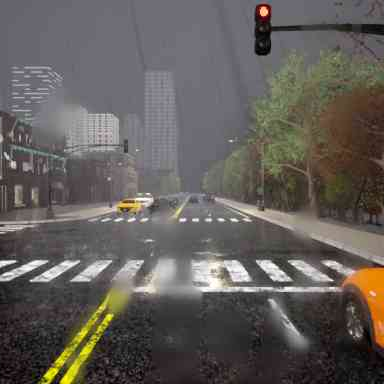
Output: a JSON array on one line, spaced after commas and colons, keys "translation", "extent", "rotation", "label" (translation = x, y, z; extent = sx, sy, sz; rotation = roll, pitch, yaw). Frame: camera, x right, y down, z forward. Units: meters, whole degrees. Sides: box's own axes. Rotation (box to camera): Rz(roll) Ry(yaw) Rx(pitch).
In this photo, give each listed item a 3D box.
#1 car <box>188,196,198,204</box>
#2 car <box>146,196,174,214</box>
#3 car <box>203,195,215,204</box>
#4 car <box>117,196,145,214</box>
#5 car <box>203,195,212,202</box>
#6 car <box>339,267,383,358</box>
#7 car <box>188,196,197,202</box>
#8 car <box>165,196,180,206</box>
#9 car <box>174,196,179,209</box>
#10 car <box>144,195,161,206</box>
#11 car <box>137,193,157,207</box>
[{"translation": [0.251, 1.523, 64.439], "extent": [2.033, 1.411, 5.357], "rotation": [0, 0, 1], "label": "car"}, {"translation": [-3.263, 1.467, 34.905], "extent": [1.882, 1.535, 5.008], "rotation": [0, 0, 0], "label": "car"}, {"translation": [3.500, 1.467, 64.714], "extent": [2.128, 1.511, 4.902], "rotation": [0, 0, 0], "label": "car"}, {"translation": [-6.510, 1.466, 34.892], "extent": [1.882, 1.535, 5.008], "rotation": [0, 0, 0], "label": "car"}, {"translation": [3.430, 1.447, 74.879], "extent": [1.882, 1.535, 5.008], "rotation": [0, 0, 0], "label": "car"}, {"translation": [3.359, 1.351, 3.399], "extent": [2.097, 1.767, 4.553], "rotation": [0, 0, 0], "label": "car"}, {"translation": [0.180, 1.565, 74.932], "extent": [1.895, 1.301, 4.718], "rotation": [0, 0, 0], "label": "car"}, {"translation": [-3.204, 1.471, 54.943], "extent": [2.128, 1.511, 4.902], "rotation": [0, 0, 0], "label": "car"}, {"translation": [-3.234, 1.548, 44.915], "extent": [1.994, 1.385, 4.181], "rotation": [0, 0, 0], "label": "car"}, {"translation": [-6.455, 1.332, 54.791], "extent": [2.097, 1.767, 4.553], "rotation": [0, 0, 0], "label": "car"}, {"translation": [-6.484, 1.206, 44.831], "extent": [2.150, 2.045, 5.566], "rotation": [0, 0, 0], "label": "car"}]
